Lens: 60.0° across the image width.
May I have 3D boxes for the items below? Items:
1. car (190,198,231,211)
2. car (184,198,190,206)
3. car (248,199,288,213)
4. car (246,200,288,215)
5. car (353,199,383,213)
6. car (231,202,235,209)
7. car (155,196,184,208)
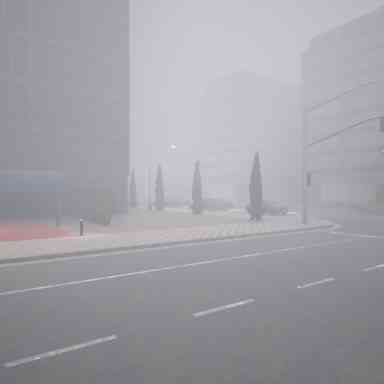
[{"bbox_3d":[2.219,1.505,41.045,1.837,1.490,4.892,0,0,-35],"label":"car"},{"bbox_3d":[-1.894,1.564,53.069,1.994,1.385,4.181,0,0,-35],"label":"car"},{"bbox_3d":[8.614,1.564,37.999,1.994,1.385,4.181,0,0,-35],"label":"car"},{"bbox_3d":[7.469,1.526,33.525,1.812,1.442,4.674,0,0,-38],"label":"car"},{"bbox_3d":[19.562,1.477,34.896,1.882,1.535,5.008,0,0,-35],"label":"car"},{"bbox_3d":[3.805,1.564,44.890,1.994,1.385,4.181,0,0,-35],"label":"car"},{"bbox_3d":[-3.736,1.352,49.591,2.097,1.767,4.553,0,0,-35],"label":"car"}]
